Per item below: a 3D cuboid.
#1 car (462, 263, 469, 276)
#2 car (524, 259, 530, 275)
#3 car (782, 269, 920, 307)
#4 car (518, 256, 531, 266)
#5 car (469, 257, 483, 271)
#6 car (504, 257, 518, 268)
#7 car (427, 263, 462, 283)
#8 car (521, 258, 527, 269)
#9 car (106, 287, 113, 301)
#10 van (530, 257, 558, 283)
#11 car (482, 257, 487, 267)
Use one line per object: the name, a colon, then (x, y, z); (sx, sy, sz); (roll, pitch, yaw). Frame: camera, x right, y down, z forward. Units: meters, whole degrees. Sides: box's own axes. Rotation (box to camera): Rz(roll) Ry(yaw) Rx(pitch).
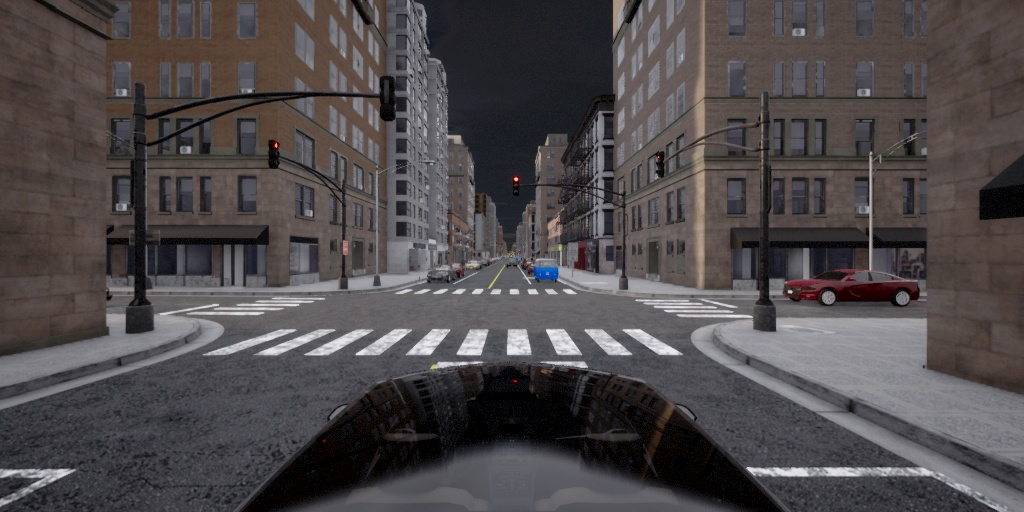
car: (-5.447, 1.292, 33.614); (1.888, 1.381, 4.507); (0, 0, 0)
car: (2.568, 1.329, 39.318); (1.802, 1.307, 4.207); (0, 0, 0)
car: (14.789, 1.325, 15.820); (5.008, 1.535, 1.882); (0, 0, 1)
car: (2.536, 1.053, 56.363); (2.192, 1.841, 5.009); (0, 0, 0)
car: (-5.478, 1.268, 50.490); (1.751, 1.417, 4.829); (0, 0, 0)
car: (-0.013, 1.335, 61.567); (1.895, 1.301, 4.718); (0, 0, 0)
car: (-5.436, 1.298, 27.932); (2.007, 1.370, 4.403); (0, 0, 0)
car: (2.547, 1.325, 50.681); (1.802, 1.307, 4.207); (0, 0, 0)
car: (-17.751, 1.197, 12.763); (5.357, 1.411, 2.033); (0, 0, 0)
van: (2.589, 1.089, 27.956); (1.690, 1.789, 3.998); (0, 0, 0)
car: (-5.489, 1.304, 56.342); (1.948, 1.339, 4.313); (0, 0, 0)
